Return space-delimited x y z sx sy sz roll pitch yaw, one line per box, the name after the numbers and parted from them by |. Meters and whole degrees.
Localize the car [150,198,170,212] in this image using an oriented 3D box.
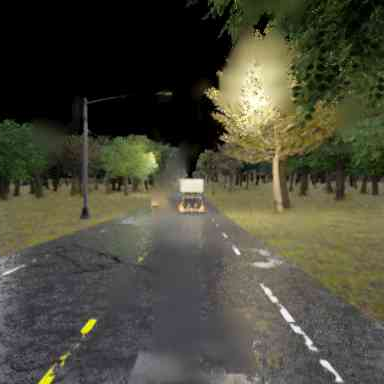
-3.602 1.392 37.951 1.882 1.535 5.008 0 1 0 | car

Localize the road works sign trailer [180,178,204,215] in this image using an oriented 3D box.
-0.009 0.431 33.273 2.380 3.560 2.880 0 1 0 | road works sign trailer
